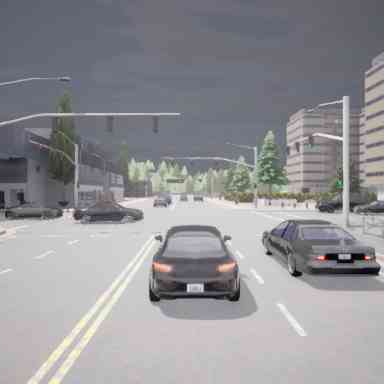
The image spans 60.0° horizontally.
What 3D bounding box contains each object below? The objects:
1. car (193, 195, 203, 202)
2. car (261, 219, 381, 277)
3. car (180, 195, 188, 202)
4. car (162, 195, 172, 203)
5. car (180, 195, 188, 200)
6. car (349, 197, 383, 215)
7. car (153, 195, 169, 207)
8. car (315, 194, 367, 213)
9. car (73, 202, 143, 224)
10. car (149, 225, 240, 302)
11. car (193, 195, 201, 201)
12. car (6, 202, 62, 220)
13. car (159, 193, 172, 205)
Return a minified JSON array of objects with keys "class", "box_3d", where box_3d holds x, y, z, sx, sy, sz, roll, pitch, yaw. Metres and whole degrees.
[{"class":"car","box_3d":[1.567,1.475,78.649,1.882,1.535,5.008,0,0,-1]},{"class":"car","box_3d":[3.533,1.547,10.216,2.033,1.411,5.357,0,0,0]},{"class":"car","box_3d":[-1.920,1.530,78.079,2.033,1.411,5.357,0,0,-1]},{"class":"car","box_3d":[-5.217,1.497,70.172,1.837,1.490,4.892,0,0,-1]},{"class":"car","box_3d":[-2.194,1.463,88.714,1.994,1.385,4.181,0,0,-1]},{"class":"car","box_3d":[18.221,1.524,32.475,4.674,1.442,1.812,0,0,-2]},{"class":"car","box_3d":[-4.781,1.524,50.385,1.812,1.442,4.674,0,0,-2]},{"class":"car","box_3d":[16.285,1.221,35.943,5.566,2.045,2.150,0,0,-2]},{"class":"car","box_3d":[-5.997,1.505,24.087,4.892,1.490,1.837,0,0,-4]},{"class":"car","box_3d":[0.036,1.525,8.159,1.812,1.442,4.674,0,0,-1]},{"class":"car","box_3d":[1.305,1.496,88.787,1.837,1.490,4.892,0,0,-1]},{"class":"car","box_3d":[-12.957,1.563,27.463,4.181,1.385,1.994,0,0,-7]},{"class":"car","box_3d":[-5.018,1.219,59.812,2.150,2.045,5.566,0,0,-1]}]
